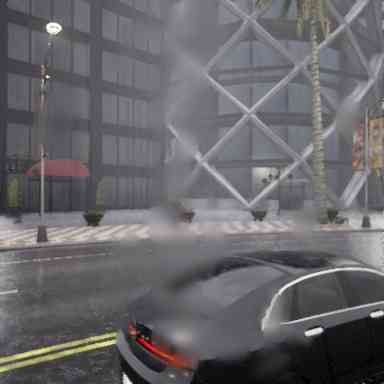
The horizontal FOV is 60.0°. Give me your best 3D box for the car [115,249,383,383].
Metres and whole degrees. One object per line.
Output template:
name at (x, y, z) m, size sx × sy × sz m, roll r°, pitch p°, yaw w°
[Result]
car at (1.510, 1.522, 4.292) m, size 4.892 × 1.490 × 1.837 m, roll 0°, pitch 0°, yaw -30°
